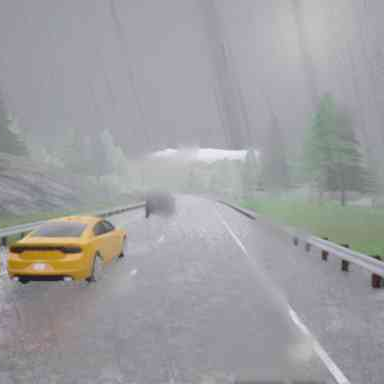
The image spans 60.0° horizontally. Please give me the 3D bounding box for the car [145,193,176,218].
[{"bbox_3d":[-2.708,1.103,29.281,2.150,2.045,5.566,0,0,2],"label":"car"}]

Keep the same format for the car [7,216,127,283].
[{"bbox_3d":[-3.212,1.435,9.598,1.882,1.535,5.008,0,0,1],"label":"car"}]
